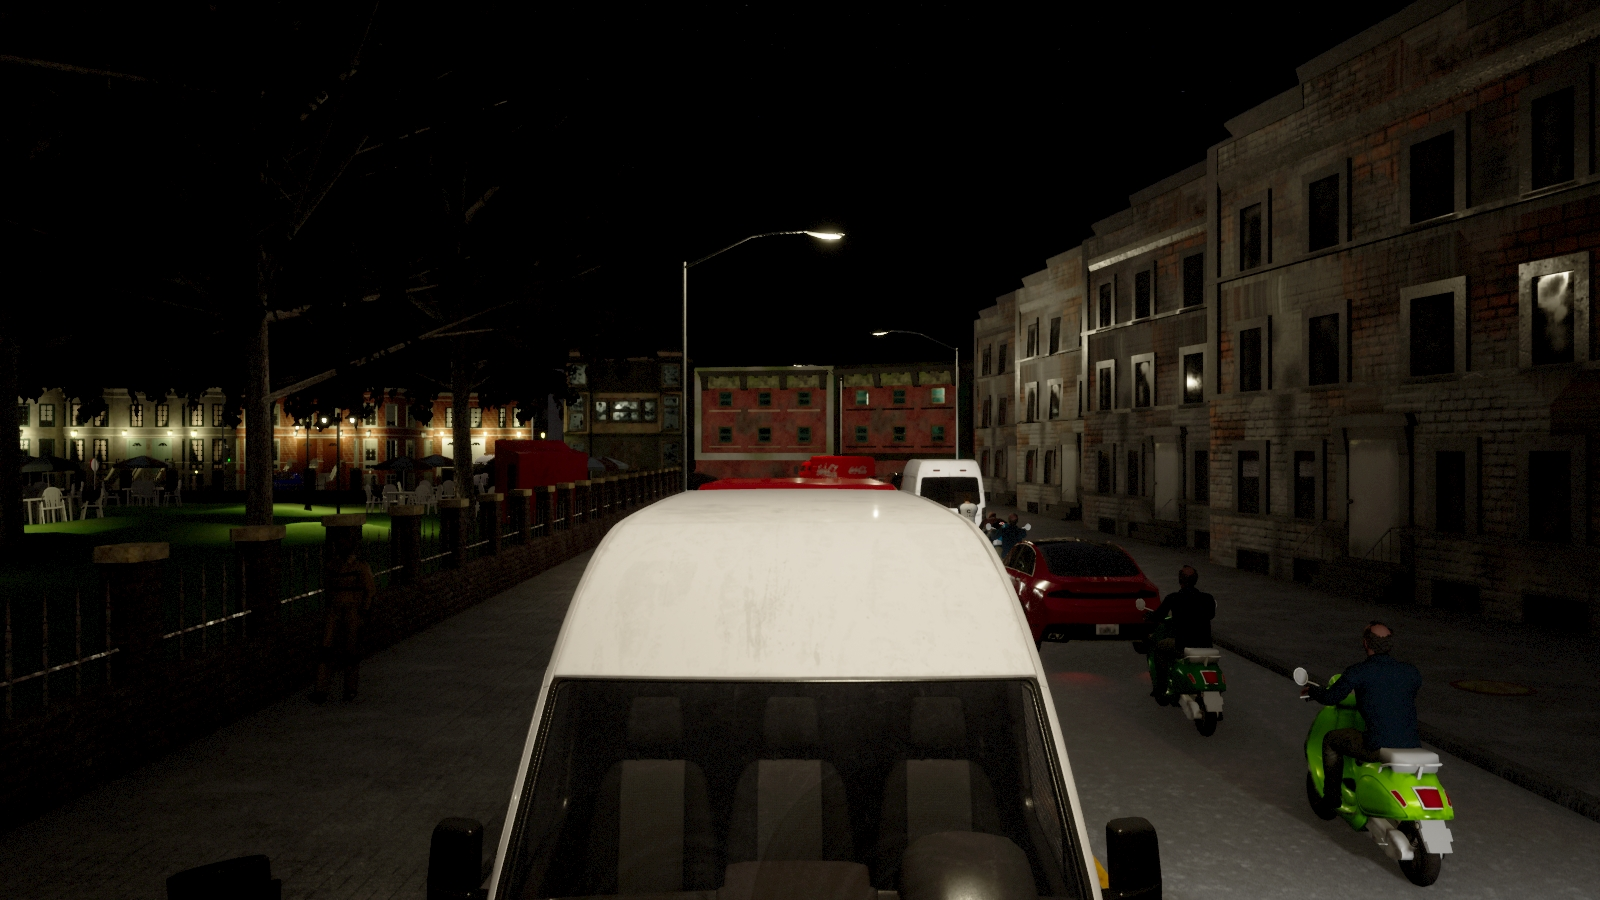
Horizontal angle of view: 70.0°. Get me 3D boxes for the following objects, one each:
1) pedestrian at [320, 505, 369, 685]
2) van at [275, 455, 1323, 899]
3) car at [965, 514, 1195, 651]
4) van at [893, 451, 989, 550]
[{"bbox_3d":[-4.831,1.525,12.120,0.375,1.860,0.375,0,0,0],"label":"pedestrian"},{"bbox_3d":[-0.006,1.314,5.127,1.988,2.561,5.915,0,0,0],"label":"van"},{"bbox_3d":[3.953,1.841,17.118,2.231,1.480,4.892,0,0,0],"label":"car"},{"bbox_3d":[3.906,1.314,32.634,1.988,2.561,5.915,0,0,0],"label":"van"}]
